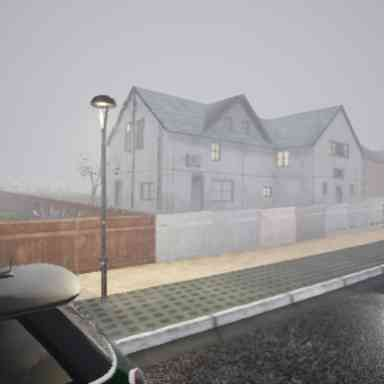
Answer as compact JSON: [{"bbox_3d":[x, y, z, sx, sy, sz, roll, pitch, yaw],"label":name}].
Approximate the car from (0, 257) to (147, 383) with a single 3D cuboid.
[{"bbox_3d":[-2.432,1.344,1.515,4.553,1.767,2.097,0,0,-35],"label":"car"}]
